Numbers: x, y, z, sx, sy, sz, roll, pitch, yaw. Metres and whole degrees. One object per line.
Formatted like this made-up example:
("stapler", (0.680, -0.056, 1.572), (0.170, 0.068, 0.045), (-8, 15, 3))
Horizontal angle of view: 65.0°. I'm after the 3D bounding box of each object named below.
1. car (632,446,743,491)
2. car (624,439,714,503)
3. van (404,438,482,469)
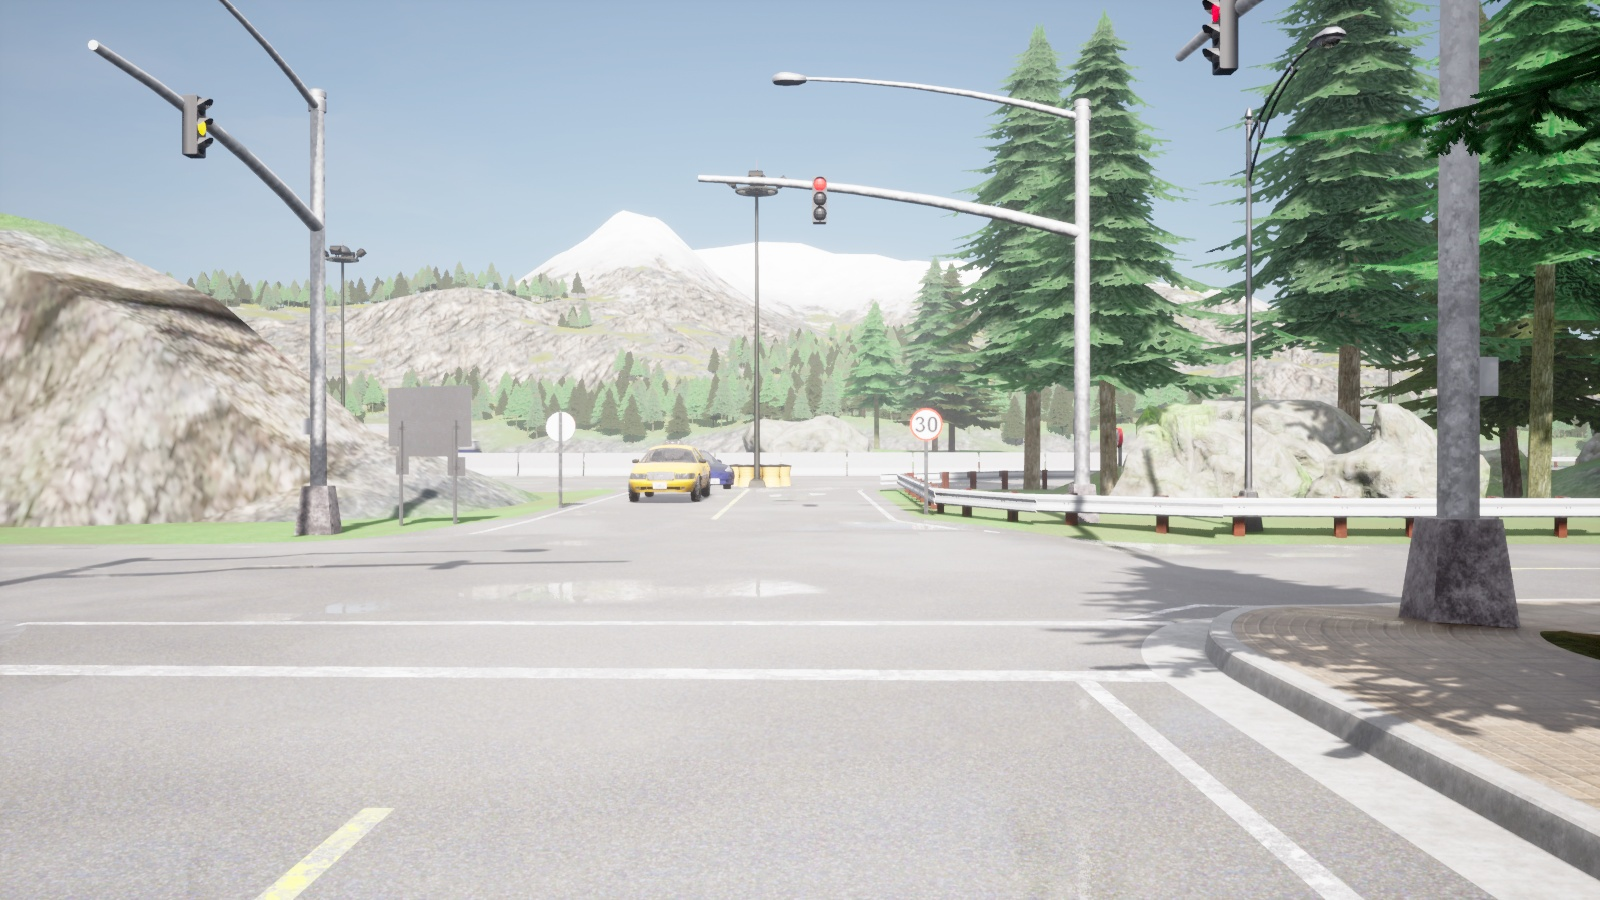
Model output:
("car", (-4.000, 0.663, 43.922), (2.163, 1.488, 4.792), (1, -1, -28))
("car", (-3.403, 0.494, 33.605), (1.801, 1.575, 5.366), (0, 0, 1))
("van", (-22.821, 0.226, 80.364), (4.442, 1.987, 1.775), (0, 0, 0))
